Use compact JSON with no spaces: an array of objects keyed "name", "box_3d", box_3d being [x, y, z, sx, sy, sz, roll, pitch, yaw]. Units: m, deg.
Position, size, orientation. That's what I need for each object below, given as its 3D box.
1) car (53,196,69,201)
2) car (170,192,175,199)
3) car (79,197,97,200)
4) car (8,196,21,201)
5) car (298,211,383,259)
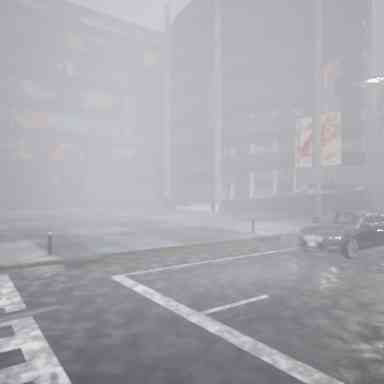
[{"name":"car","box_3d":[-17.198,1.312,43.851,2.002,1.452,4.674,0,0,-36]},{"name":"car","box_3d":[-3.516,1.005,69.285,2.435,2.045,5.566,0,0,-36]},{"name":"car","box_3d":[-18.028,1.450,57.783,1.895,1.301,4.718,0,0,-36]},{"name":"car","box_3d":[-27.677,1.407,51.330,2.161,1.482,4.786,0,0,-36]},{"name":"car","box_3d":[6.022,1.484,12.598,4.902,1.511,2.128,0,0,-36]}]
